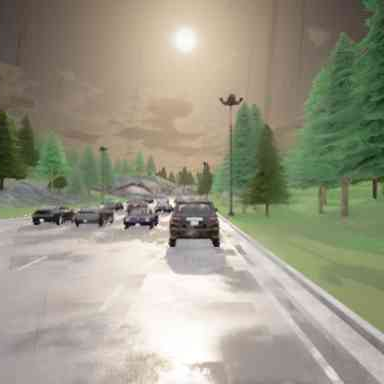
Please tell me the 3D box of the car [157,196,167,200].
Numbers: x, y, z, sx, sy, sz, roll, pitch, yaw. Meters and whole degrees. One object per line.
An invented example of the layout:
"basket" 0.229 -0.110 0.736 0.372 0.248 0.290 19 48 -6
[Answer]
"car" -6.993 1.848 78.303 2.150 2.045 5.566 0 0 0

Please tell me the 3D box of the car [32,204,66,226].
"car" -10.398 1.711 25.441 1.837 1.490 4.892 0 0 0

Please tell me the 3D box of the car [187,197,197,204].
"car" 0.007 1.978 78.242 2.097 1.767 4.553 0 0 0

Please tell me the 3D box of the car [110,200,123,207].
"car" -10.396 1.851 44.489 2.128 1.511 4.902 0 0 0

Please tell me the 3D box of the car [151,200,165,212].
"car" -3.395 1.926 40.260 1.895 1.301 4.718 0 0 0

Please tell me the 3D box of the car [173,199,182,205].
"car" -3.493 2.226 78.267 1.895 1.301 4.718 0 0 0

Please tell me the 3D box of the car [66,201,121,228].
"car" -6.898 1.686 23.937 2.128 1.511 4.902 0 0 0

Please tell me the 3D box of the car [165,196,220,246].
"car" 0.102 1.352 16.018 2.150 2.045 5.566 0 0 0

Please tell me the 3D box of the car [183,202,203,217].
"car" 0.103 1.835 35.629 2.033 1.411 5.357 0 0 0

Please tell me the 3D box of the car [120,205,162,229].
"car" -3.397 1.787 23.059 1.895 1.301 4.718 0 0 0

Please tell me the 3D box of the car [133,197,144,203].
"car" -13.992 2.141 87.856 2.128 1.511 4.902 0 0 0

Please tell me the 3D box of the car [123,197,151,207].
"car" -6.895 1.692 42.299 2.097 1.767 4.553 0 -1 0

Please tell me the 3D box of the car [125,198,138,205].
"car" -13.993 2.141 77.438 2.128 1.511 4.902 0 0 0

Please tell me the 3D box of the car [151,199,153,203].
"car" -10.493 2.117 79.938 1.882 1.535 5.008 0 0 0

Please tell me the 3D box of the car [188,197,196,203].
"car" 0.008 2.120 88.272 1.837 1.490 4.892 0 0 0

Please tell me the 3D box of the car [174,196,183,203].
"car" -3.492 1.975 88.243 2.097 1.767 4.553 0 0 0

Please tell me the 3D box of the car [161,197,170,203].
"car" -6.992 2.144 88.272 1.812 1.442 4.674 0 0 0
